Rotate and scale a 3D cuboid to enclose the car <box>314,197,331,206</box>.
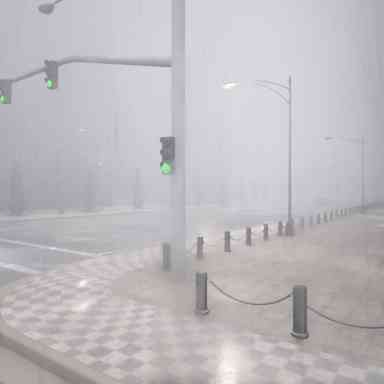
[{"bbox_3d":[21.417,1.508,54.572,1.994,1.385,4.181,0,0,35],"label":"car"}]
